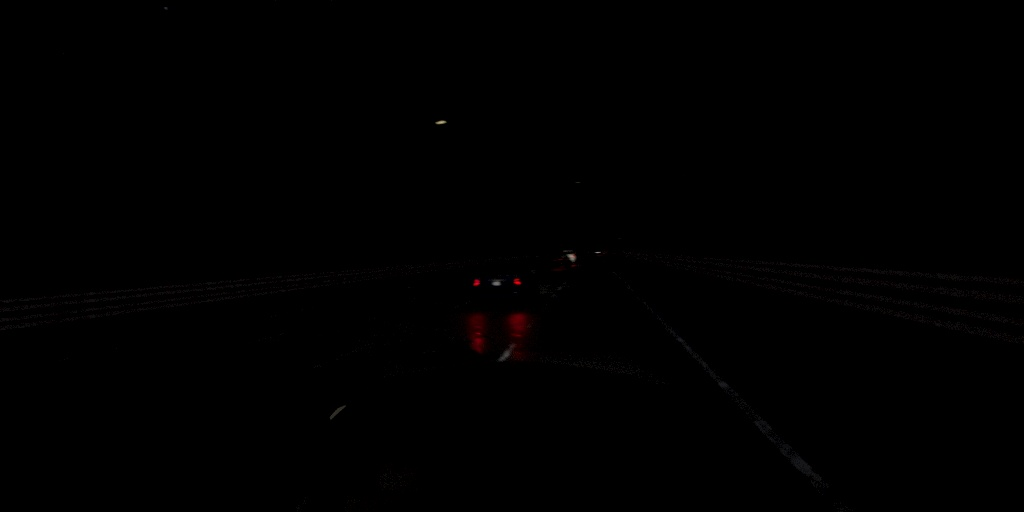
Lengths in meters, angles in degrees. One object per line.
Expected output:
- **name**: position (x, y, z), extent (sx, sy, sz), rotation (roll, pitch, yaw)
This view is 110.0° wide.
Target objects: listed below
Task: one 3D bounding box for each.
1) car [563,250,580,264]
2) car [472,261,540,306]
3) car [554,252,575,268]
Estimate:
- **car**: position (8.683, 0.153, 54.380), extent (2.150, 2.045, 5.566), rotation (-3, 0, 14)
- **car**: position (-0.117, 1.000, 15.356), extent (2.097, 1.767, 4.553), rotation (-3, 0, 13)
- **car**: position (6.212, 0.607, 43.612), extent (1.882, 1.535, 5.008), rotation (-3, 0, 13)
